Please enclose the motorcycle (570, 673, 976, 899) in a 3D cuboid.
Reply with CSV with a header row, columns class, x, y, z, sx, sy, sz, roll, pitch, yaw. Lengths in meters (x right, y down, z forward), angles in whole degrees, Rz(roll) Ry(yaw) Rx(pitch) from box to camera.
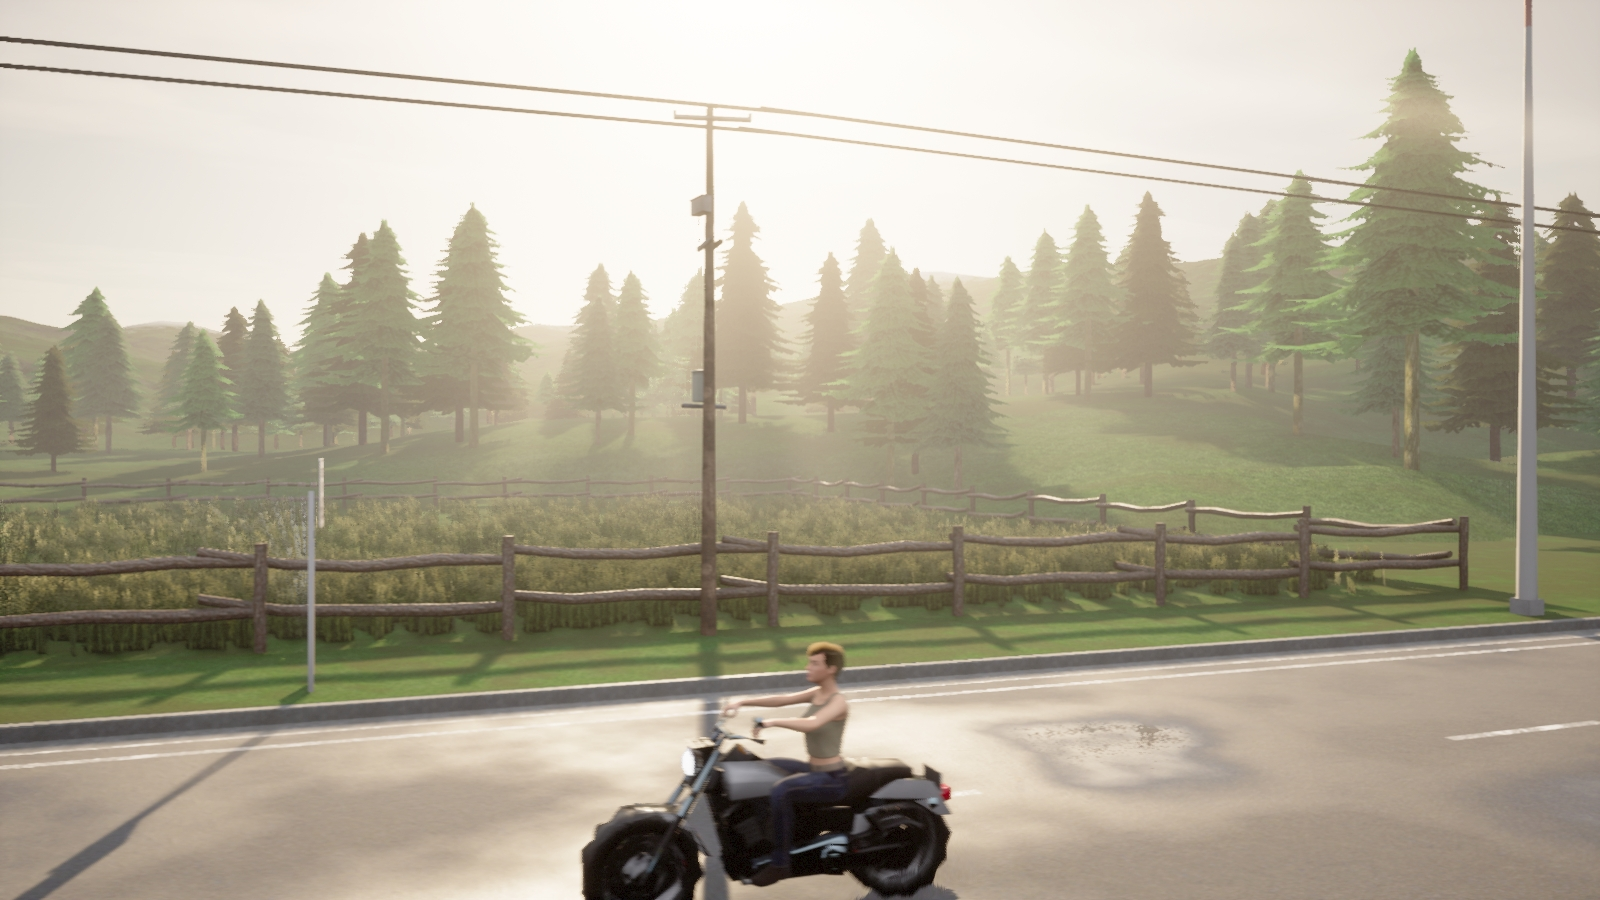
class,x,y,z,sx,sy,sz,roll,pitch,yaw
motorcycle,-0.157,2.163,6.970,2.356,1.307,0.764,0,0,-20
